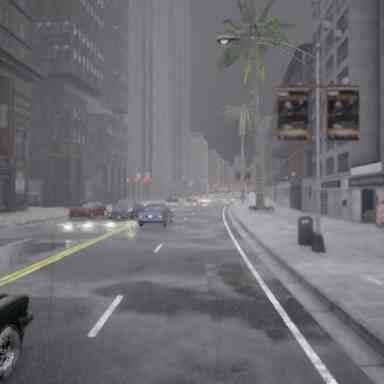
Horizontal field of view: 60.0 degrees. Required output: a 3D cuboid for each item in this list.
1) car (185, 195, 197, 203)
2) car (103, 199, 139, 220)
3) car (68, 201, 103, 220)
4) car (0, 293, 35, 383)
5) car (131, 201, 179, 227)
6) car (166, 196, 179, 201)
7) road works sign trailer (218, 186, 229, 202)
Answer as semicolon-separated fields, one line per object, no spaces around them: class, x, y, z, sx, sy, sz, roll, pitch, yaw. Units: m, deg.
car;-0.203;1.338;69.667;2.097;1.767;4.553;0;0;10
car;-5.494;1.366;27.973;2.097;1.767;4.553;0;0;4
car;-8.736;1.491;28.235;1.882;1.535;5.008;0;0;4
car;-3.129;1.603;2.474;1.895;1.301;4.718;0;0;1
car;-2.401;1.562;22.970;2.033;1.411;5.357;0;0;4
car;-3.902;1.480;67.378;1.882;1.535;5.008;0;0;10
road works sign trailer;6.946;0.447;72.867;2.380;3.560;2.880;0;0;10
